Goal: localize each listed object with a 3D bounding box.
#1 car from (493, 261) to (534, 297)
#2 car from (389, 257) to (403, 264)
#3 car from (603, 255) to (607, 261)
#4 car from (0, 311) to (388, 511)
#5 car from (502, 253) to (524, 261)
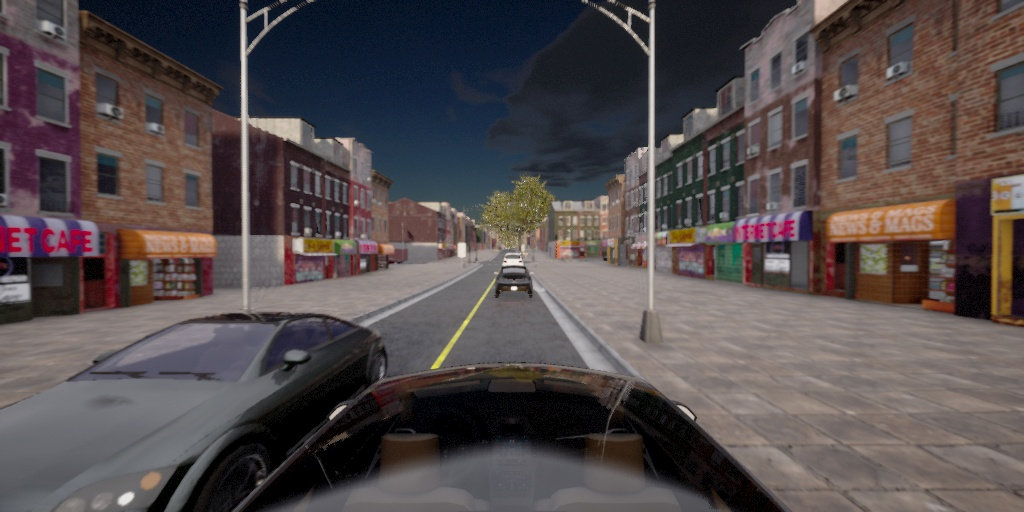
[{"bbox_3d":[0.097,1.226,18.818,1.837,1.490,4.892,0,0,0],"label":"car"},{"bbox_3d":[-20.368,0.809,59.328,4.507,1.381,1.888,0,0,0],"label":"car"},{"bbox_3d":[17.213,0.269,59.460,4.313,1.339,1.948,0,0,0],"label":"car"},{"bbox_3d":[-2.840,1.313,3.689,1.994,1.385,4.181,0,0,0],"label":"car"},{"bbox_3d":[0.101,0.668,39.146,2.150,2.045,5.566,0,1,0],"label":"car"}]
